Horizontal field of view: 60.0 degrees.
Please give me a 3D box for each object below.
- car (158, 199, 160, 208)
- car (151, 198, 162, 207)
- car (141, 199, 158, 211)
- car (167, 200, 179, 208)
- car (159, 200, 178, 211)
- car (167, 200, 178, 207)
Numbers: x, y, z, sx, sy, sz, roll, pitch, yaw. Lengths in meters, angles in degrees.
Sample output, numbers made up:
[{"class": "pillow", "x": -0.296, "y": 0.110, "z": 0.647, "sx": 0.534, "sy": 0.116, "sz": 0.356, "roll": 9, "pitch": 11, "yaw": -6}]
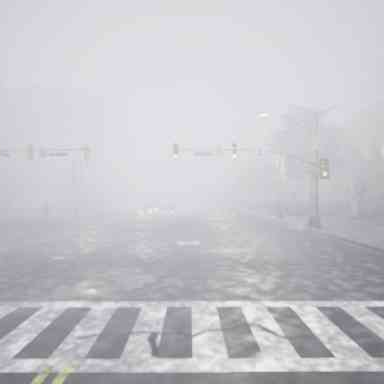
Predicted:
[{"class": "car", "x": -7.096, "y": 2.294, "z": 63.261, "sx": 2.128, "sy": 1.511, "sz": 4.902, "roll": 0, "pitch": -1, "yaw": 0}, {"class": "car", "x": -7.811, "y": 2.284, "z": 73.201, "sx": 2.097, "sy": 1.767, "sz": 4.553, "roll": 0, "pitch": -1, "yaw": -10}, {"class": "car", "x": -7.100, "y": 2.188, "z": 53.844, "sx": 1.837, "sy": 1.490, "sz": 4.892, "roll": 0, "pitch": -1, "yaw": 0}, {"class": "car", "x": -3.608, "y": 2.358, "z": 63.856, "sx": 2.033, "sy": 1.411, "sz": 5.357, "roll": 0, "pitch": -1, "yaw": 0}, {"class": "car", "x": -3.597, "y": 2.231, "z": 53.846, "sx": 2.033, "sy": 1.411, "sz": 5.357, "roll": 0, "pitch": -1, "yaw": 0}, {"class": "car", "x": -4.366, "y": 2.489, "z": 73.836, "sx": 1.994, "sy": 1.385, "sz": 4.181, "roll": 0, "pitch": -1, "yaw": -10}]
